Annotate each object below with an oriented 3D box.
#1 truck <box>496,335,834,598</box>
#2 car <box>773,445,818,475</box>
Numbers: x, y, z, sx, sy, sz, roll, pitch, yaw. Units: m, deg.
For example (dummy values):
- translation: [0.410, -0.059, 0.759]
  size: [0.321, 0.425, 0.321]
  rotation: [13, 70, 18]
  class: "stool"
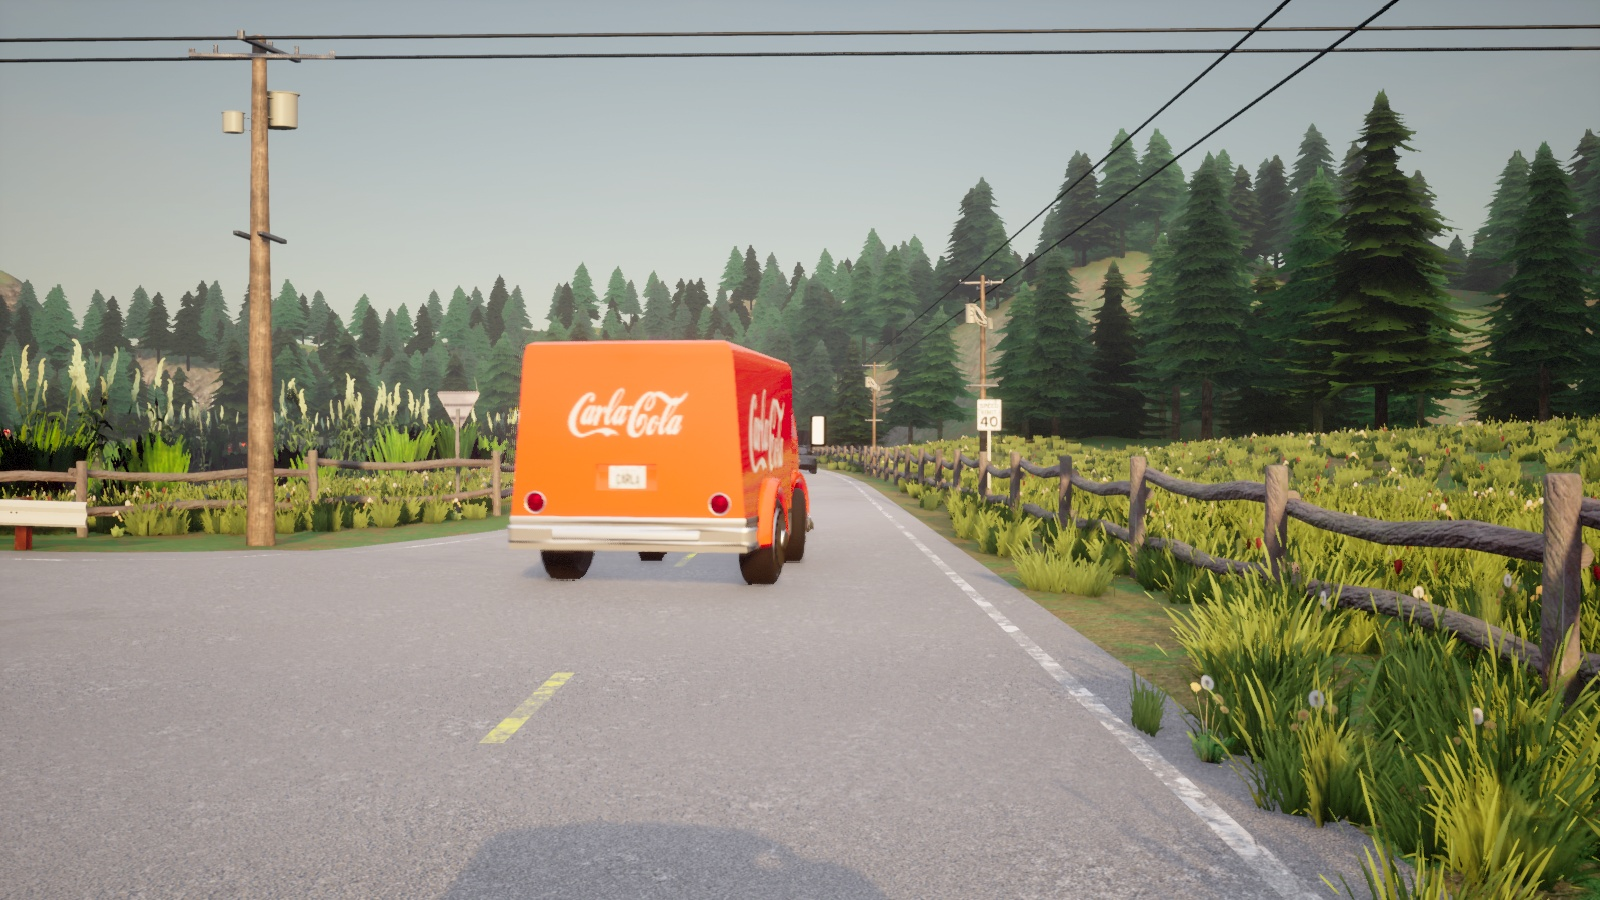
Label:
- translation: [-1.242, 0.164, 14.564]
  size: [2.627, 2.467, 5.204]
  rotation: [0, 0, 9]
  class: "truck"
- translation: [-0.254, 0.461, 61.759]
  size: [1.994, 1.385, 4.181]
  rotation: [0, 0, -3]
  class: "car"
